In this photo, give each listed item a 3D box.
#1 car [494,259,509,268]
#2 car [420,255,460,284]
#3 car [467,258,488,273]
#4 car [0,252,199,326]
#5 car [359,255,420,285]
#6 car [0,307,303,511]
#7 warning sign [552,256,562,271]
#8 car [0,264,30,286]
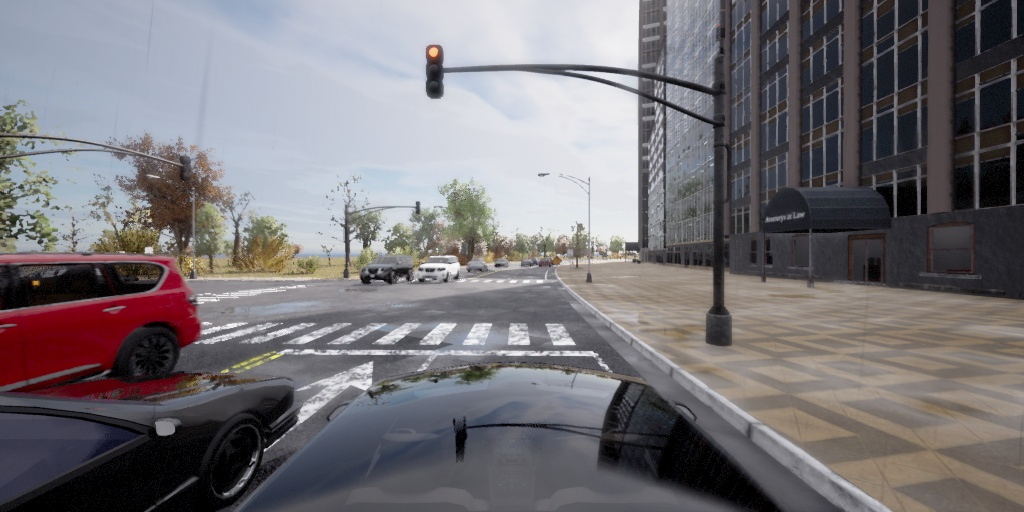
[{"bbox_3d":[-1.729,1.259,59.690,1.837,1.490,4.892,0,-1,10],"label":"car"},{"bbox_3d":[-5.537,0.970,27.830,2.150,2.045,5.566,0,0,5],"label":"car"},{"bbox_3d":[-4.083,1.273,42.837,1.812,1.442,4.674,0,0,7],"label":"car"},{"bbox_3d":[-6.563,0.971,3.970,2.150,2.045,5.566,0,0,1],"label":"car"},{"bbox_3d":[-8.917,0.969,26.157,2.150,2.045,5.566,0,0,4],"label":"car"},{"bbox_3d":[-3.127,1.298,1.264,2.033,1.411,5.357,0,0,1],"label":"car"},{"bbox_3d":[5.511,0.868,43.966,1.300,1.860,1.060,0,0,7],"label":"warning sign"},{"bbox_3d":[-37.985,1.318,25.626,4.892,1.490,1.837,0,0,3],"label":"car"}]
